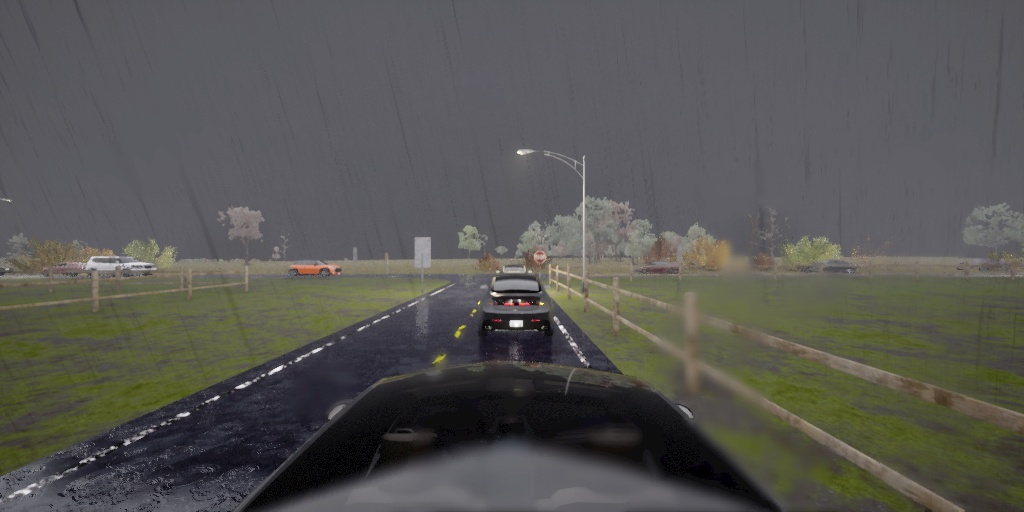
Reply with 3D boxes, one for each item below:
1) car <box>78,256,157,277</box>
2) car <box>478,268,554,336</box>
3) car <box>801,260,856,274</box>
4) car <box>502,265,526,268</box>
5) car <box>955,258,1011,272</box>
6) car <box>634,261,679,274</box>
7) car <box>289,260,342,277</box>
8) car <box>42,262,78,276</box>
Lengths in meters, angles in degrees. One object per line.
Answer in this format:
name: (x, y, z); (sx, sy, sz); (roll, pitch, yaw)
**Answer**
car: (-38.562, 1.064, 35.415); (5.566, 2.045, 2.150); (0, 0, 1)
car: (0.108, 1.251, 10.374); (1.837, 1.490, 4.892); (0, 0, 0)
car: (33.192, 1.165, 37.695); (4.892, 1.490, 1.837); (0, 0, 1)
car: (0.120, 1.248, 20.976); (1.837, 1.490, 4.892); (0, 0, 0)
car: (49.206, 0.858, 37.456); (4.181, 1.385, 1.994); (0, 0, 1)
car: (15.263, 1.218, 37.866); (4.674, 1.442, 1.812); (0, 0, 1)
car: (-19.223, 1.138, 35.230); (4.553, 1.767, 2.097); (0, 0, 1)
car: (-47.257, 1.392, 38.387); (4.674, 1.442, 1.812); (0, 0, 1)
